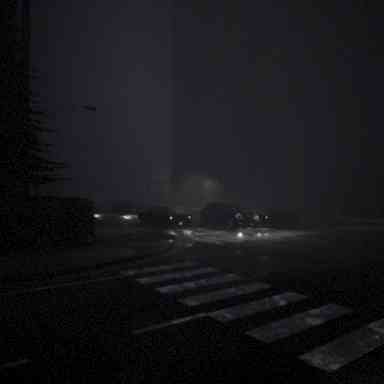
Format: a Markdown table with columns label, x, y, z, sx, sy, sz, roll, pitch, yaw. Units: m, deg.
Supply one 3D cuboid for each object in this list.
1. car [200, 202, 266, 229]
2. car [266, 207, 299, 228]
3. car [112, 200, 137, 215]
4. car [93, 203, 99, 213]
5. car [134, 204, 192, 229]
| label | x | y | z | sx | sy | sz | roll | pitch | yaw |
| --- | --- | --- | --- | --- | --- | --- | --- | --- | --- |
| car | 2.530 | 1.528 | 23.144 | 2.097 | 1.767 | 4.553 | -1 | 0 | -36 |
| car | 5.933 | 1.805 | 24.318 | 1.895 | 1.301 | 4.718 | 1 | 0 | 43 |
| car | -7.358 | 1.680 | 37.033 | 1.837 | 1.490 | 4.892 | 1 | 0 | -35 |
| car | -12.073 | 1.713 | 37.640 | 1.994 | 1.385 | 4.181 | 1 | 0 | -35 |
| car | -1.991 | 1.749 | 23.440 | 1.895 | 1.301 | 4.718 | 1 | 0 | -35 |
